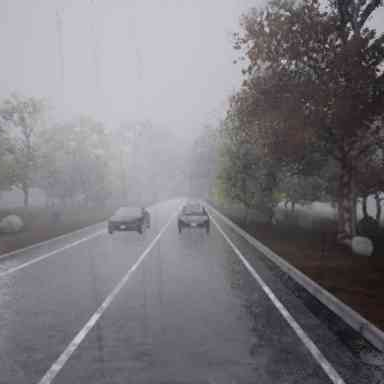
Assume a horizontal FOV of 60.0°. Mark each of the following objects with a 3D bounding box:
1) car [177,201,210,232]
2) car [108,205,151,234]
[{"bbox_3d":[0.094,1.572,20.558,2.128,1.511,4.902,0,0,0],"label":"car"},{"bbox_3d":[-3.602,1.556,19.802,1.882,1.535,5.008,0,0,0],"label":"car"}]
